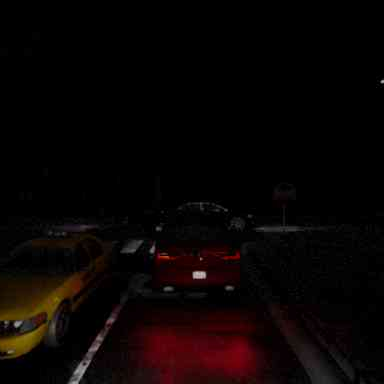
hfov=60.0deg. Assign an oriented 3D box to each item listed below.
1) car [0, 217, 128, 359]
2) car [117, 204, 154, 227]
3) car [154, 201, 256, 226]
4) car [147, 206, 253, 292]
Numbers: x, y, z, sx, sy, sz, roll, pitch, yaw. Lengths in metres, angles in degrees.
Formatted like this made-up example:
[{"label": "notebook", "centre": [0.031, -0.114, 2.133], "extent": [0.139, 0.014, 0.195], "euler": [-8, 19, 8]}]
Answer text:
[{"label": "car", "centre": [-2.609, 1.436, 6.171], "extent": [1.752, 1.417, 4.829], "euler": [1, 1, 0]}, {"label": "car", "centre": [-2.152, 1.369, 19.973], "extent": [4.718, 1.301, 1.895], "euler": [-1, 0, 0]}, {"label": "car", "centre": [0.743, 1.203, 17.018], "extent": [4.902, 1.511, 2.128], "euler": [-1, 0, 0]}, {"label": "car", "centre": [0.057, 1.354, 8.638], "extent": [1.882, 1.535, 5.008], "euler": [0, 1, -2]}]
